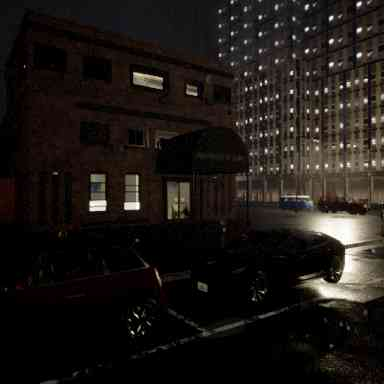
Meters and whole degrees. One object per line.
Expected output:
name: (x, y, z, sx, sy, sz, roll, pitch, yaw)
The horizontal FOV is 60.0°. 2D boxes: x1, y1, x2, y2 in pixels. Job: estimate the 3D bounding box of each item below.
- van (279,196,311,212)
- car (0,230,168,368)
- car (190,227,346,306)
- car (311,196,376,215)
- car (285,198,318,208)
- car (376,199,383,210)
van: (11.726, 1.324, 37.590, 1.690, 1.788, 3.998, 0, 0, -35)
car: (-2.475, 1.440, 4.802, 4.097, 1.590, 1.967, 0, 0, -35)
car: (1.988, 1.565, 8.056, 4.313, 1.339, 1.947, 0, 0, -35)
car: (14.896, 1.306, 33.045, 2.192, 1.841, 5.009, 0, 0, -35)
car: (15.432, 1.512, 46.930, 1.802, 1.307, 4.206, 0, 0, -35)
car: (21.771, 1.497, 37.840, 2.008, 1.369, 4.403, 0, 0, -35)
